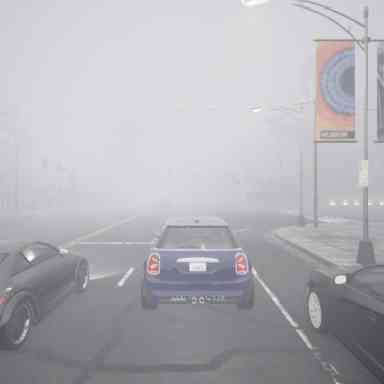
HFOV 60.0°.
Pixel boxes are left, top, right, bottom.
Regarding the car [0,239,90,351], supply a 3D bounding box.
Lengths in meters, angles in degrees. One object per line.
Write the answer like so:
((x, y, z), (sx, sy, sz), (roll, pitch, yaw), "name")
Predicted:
((-3.399, 1.564, 6.199), (1.994, 1.385, 4.181), (0, 0, 0), "car")

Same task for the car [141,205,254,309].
((0.101, 1.352, 8.018), (2.097, 1.767, 4.553), (0, 0, 0), "car")

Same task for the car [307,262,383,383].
((2.901, 1.480, 3.734), (2.097, 1.535, 5.008), (0, 0, 0), "car")

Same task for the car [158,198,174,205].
((-3.391, 1.547, 43.609), (2.033, 1.411, 5.357), (0, 0, 0), "car")
